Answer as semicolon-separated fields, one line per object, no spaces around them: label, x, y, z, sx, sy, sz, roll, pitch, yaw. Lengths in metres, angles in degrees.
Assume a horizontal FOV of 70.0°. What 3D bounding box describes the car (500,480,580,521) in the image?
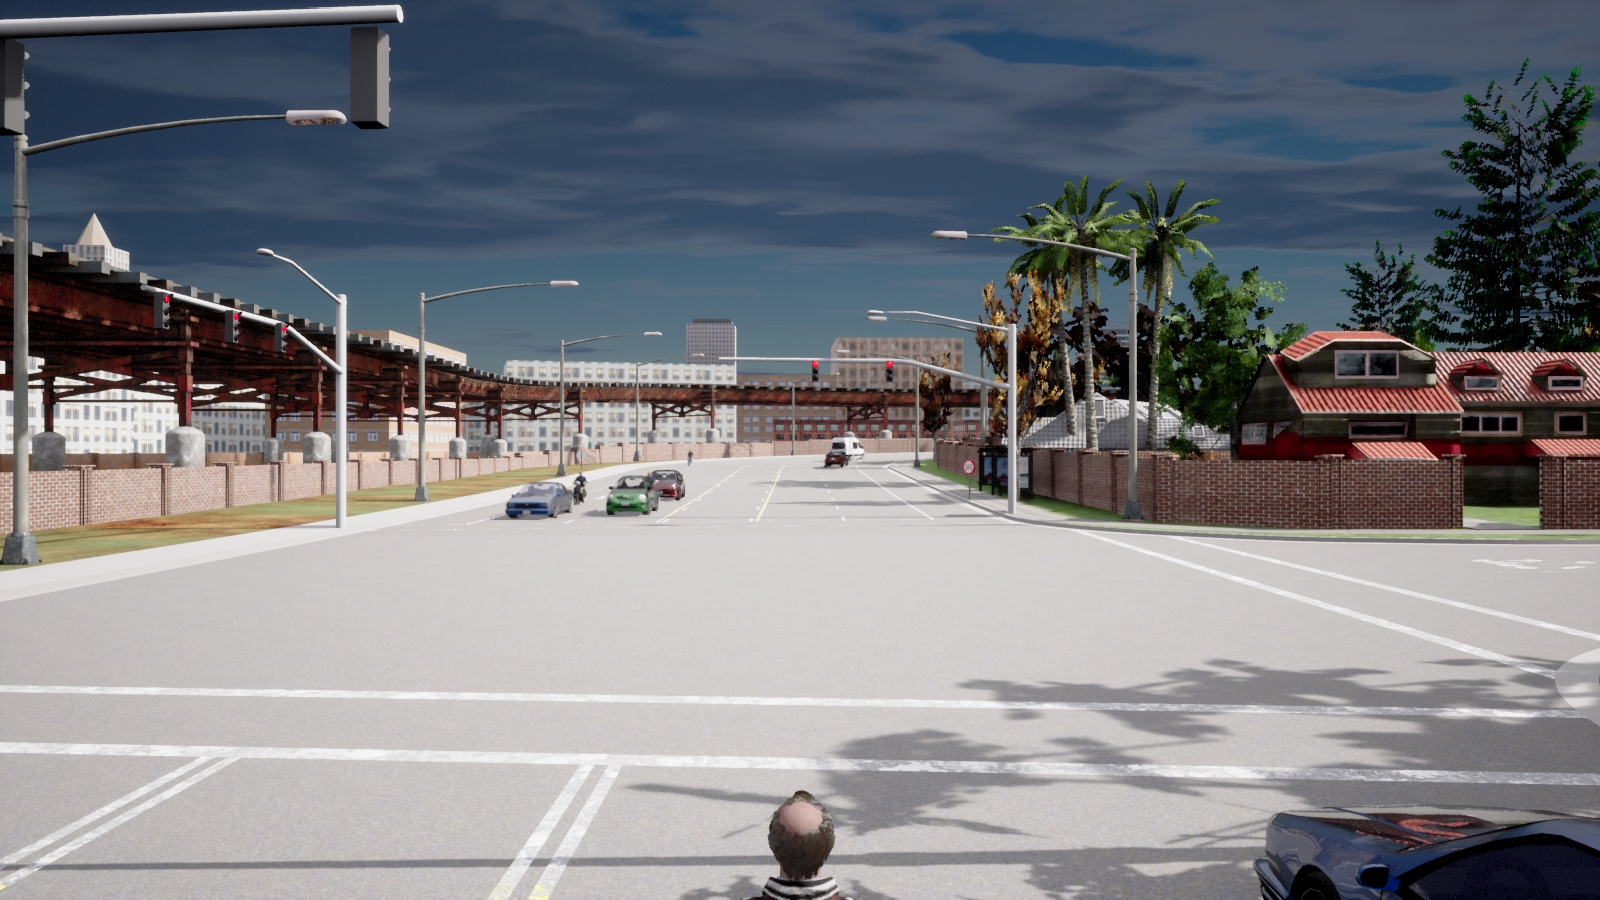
car;-10.529;2.015;46.658;2.033;1.411;5.357;0;1;0

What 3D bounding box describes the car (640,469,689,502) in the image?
car;-7.040;1.800;59.624;2.007;1.525;4.514;0;1;0

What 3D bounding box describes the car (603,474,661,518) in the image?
car;-7.030;1.896;48.025;1.851;1.617;3.988;0;1;0

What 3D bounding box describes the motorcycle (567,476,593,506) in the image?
motorcycle;-10.487;1.952;54.519;0.856;1.341;1.805;0;1;0

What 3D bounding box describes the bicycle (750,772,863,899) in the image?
bicycle;0.019;2.048;3.681;0.329;1.496;1.835;0;0;0

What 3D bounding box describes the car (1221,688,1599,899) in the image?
car;3.467;2.106;4.038;2.033;1.411;5.357;0;0;1

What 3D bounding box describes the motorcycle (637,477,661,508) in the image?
motorcycle;-7.051;1.963;53.425;0.856;1.341;1.805;0;1;0
